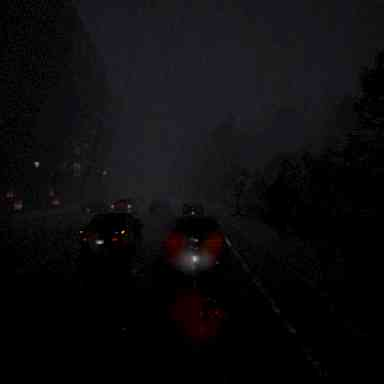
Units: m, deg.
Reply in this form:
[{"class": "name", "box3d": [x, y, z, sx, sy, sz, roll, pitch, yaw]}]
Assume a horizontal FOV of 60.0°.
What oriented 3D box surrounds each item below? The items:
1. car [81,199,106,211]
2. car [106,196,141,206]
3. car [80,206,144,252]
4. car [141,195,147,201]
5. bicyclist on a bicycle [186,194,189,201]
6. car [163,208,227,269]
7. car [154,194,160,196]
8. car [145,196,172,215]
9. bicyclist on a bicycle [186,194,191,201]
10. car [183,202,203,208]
[{"class": "car", "box3d": [-9.887, 1.511, 34.125, 2.128, 1.511, 4.902, 0, 0, 0]}, {"class": "car", "box3d": [-6.633, 1.370, 32.759, 2.097, 1.767, 4.553, 0, 0, 0]}, {"class": "car", "box3d": [-3.165, 1.531, 13.701, 1.812, 1.442, 4.674, 0, 0, 0]}, {"class": "car", "box3d": [-11.172, 1.541, 75.109, 1.837, 1.490, 4.892, 0, 0, -3]}, {"class": "bicyclist on a bicycle", "box3d": [-1.097, 1.407, 83.678, 0.659, 1.776, 1.843, 0, 0, -4]}, {"class": "car", "box3d": [0.080, 1.511, 11.185, 1.837, 1.490, 4.892, 0, 0, 0]}, {"class": "car", "box3d": [-7.855, 1.317, 74.171, 2.097, 1.767, 4.553, 0, 0, -3]}, {"class": "car", "box3d": [-3.185, 1.510, 34.016, 2.128, 1.511, 4.902, 0, 0, 0]}, {"class": "bicyclist on a bicycle", "box3d": [-0.473, 1.406, 74.624, 0.659, 1.776, 1.843, 0, 0, -4]}, {"class": "car", "box3d": [0.074, 1.618, 32.498, 1.895, 1.301, 4.718, 0, 0, 0]}]
